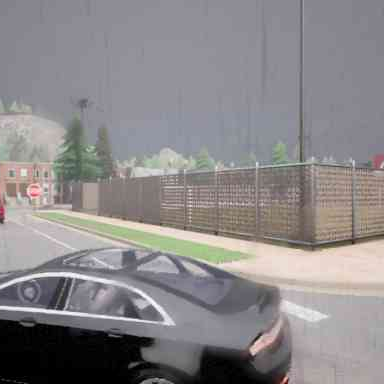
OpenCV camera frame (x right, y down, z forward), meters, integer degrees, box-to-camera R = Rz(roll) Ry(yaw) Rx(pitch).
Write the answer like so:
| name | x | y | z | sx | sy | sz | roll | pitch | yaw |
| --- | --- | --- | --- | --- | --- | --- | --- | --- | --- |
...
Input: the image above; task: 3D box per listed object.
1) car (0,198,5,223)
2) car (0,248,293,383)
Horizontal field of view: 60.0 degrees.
| name | x | y | z | sx | sy | sz | roll | pitch | yaw |
| --- | --- | --- | --- | --- | --- | --- | --- | --- | --- |
| car | -15.271 | 1.243 | 24.525 | 2.150 | 2.045 | 5.566 | 0 | 0 | -36 |
| car | -1.302 | 1.499 | 4.129 | 4.902 | 1.511 | 2.128 | 0 | 2 | 19 |
